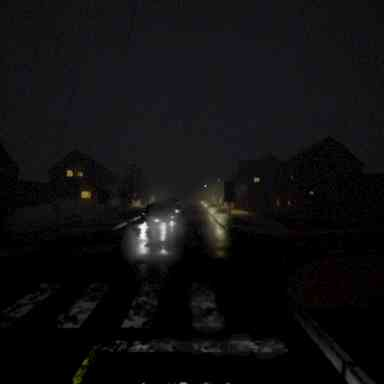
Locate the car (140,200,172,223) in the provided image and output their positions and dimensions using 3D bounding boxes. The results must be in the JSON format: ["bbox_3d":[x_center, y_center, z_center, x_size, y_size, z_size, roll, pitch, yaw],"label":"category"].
[{"bbox_3d":[-2.853,1.568,26.056,1.812,1.442,4.674,0,0,0],"label":"car"}]

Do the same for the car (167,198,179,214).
[{"bbox_3d":[-2.840,1.677,37.171,1.895,1.301,4.718,0,0,0],"label":"car"}]

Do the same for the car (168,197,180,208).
[{"bbox_3d":[-2.833,1.469,47.686,2.097,1.767,4.553,0,0,1],"label":"car"}]

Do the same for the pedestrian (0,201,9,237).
[{"bbox_3d":[-9.812,1.376,16.975,0.375,1.860,0.375,0,-3,-1],"label":"pedestrian"}]
